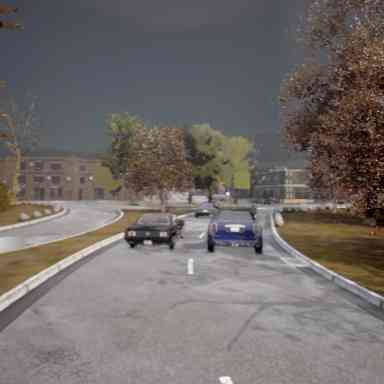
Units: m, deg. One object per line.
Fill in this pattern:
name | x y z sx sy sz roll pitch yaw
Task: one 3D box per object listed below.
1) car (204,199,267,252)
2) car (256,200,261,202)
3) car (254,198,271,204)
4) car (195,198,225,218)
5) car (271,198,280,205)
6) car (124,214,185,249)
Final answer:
car | 1.805 1.399 14.389 2.097 1.767 4.553 1 0 6
car | 4.708 1.627 28.909 1.895 1.301 4.718 1 0 13
car | 14.701 2.103 73.464 1.994 1.385 4.181 1 -1 -37
car | 1.598 1.552 29.807 1.994 1.385 4.181 1 0 14
car | 17.523 2.100 75.192 1.837 1.490 4.892 1 -1 -37
car | -1.435 1.605 14.720 1.895 1.301 4.718 1 0 6
